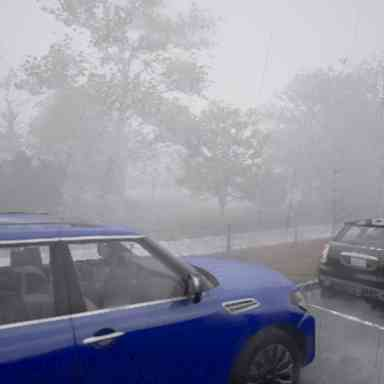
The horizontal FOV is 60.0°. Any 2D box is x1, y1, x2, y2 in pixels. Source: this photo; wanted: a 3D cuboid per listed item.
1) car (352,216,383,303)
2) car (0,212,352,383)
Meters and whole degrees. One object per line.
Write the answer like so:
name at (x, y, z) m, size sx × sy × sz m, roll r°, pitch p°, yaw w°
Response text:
car at (4.986, 1.353, 7.556) m, size 4.553 × 1.767 × 2.185 m, roll -1°, pitch 0°, yaw -33°
car at (-1.270, 1.228, 3.147) m, size 5.566 × 2.045 × 2.435 m, roll 0°, pitch 0°, yaw -33°
